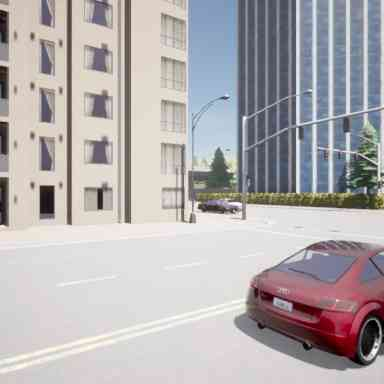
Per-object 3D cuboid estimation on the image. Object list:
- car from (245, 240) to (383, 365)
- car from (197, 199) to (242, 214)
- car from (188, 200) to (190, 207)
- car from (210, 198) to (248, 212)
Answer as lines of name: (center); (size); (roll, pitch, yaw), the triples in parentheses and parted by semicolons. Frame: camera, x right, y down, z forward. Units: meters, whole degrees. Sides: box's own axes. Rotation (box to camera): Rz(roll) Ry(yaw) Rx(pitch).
car: (2.934, 1.563, 5.868); (4.181, 1.385, 1.994); (0, 0, -35)
car: (2.698, 1.545, 35.625); (2.033, 1.411, 5.357); (0, 0, -35)
car: (-2.167, 1.351, 48.807); (2.097, 1.767, 4.553); (0, 0, -35)
car: (4.303, 1.523, 39.488); (1.812, 1.442, 4.674); (0, 0, -35)
